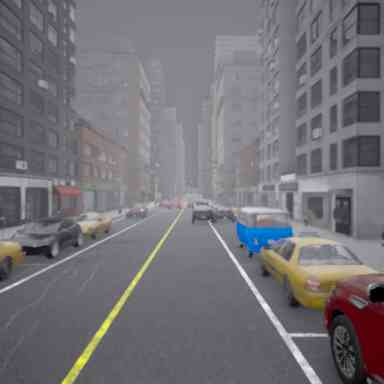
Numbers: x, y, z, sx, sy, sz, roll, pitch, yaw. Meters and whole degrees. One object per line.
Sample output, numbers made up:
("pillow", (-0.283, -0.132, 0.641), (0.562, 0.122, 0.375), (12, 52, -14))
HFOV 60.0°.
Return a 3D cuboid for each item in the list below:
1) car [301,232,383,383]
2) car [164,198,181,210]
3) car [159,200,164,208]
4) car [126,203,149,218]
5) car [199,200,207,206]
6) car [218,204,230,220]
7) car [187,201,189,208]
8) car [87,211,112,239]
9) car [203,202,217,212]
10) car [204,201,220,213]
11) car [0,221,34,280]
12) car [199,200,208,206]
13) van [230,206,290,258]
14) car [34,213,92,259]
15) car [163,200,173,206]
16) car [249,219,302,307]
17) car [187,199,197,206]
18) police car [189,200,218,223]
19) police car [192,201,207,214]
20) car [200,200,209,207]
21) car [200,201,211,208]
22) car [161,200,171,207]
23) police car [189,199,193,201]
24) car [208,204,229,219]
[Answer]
("car", (2.750, 1.347, 2.389), (2.192, 1.841, 5.009), (-1, -1, 0))
("car", (-3.042, 1.991, 57.336), (2.150, 2.045, 5.566), (0, -1, 1))
("car", (-5.764, 2.367, 68.443), (1.967, 1.590, 4.097), (-1, -1, 0))
("car", (-5.769, 1.908, 35.416), (1.967, 1.590, 4.097), (-1, -1, 0))
("car", (2.765, 2.707, 84.955), (1.887, 1.381, 4.507), (-1, -1, 0))
("car", (2.757, 1.944, 29.908), (2.008, 1.369, 4.403), (-1, -1, 0))
("car", (0.010, 2.392, 64.211), (1.812, 1.442, 4.674), (0, -1, 0))
("car", (-5.770, 1.769, 18.731), (1.752, 1.417, 4.829), (-1, -1, 0))
("car", (2.760, 2.240, 51.927), (1.887, 1.381, 4.507), (-1, -1, 0))
("car", (2.757, 2.059, 46.424), (1.967, 1.590, 4.097), (-1, -1, 0))
("car", (-5.771, 1.625, 7.721), (1.752, 1.417, 4.829), (-1, -1, 0))
("car", (2.764, 2.628, 79.450), (1.887, 1.381, 4.507), (-1, -1, 0))
("van", (2.752, 1.515, 13.397), (1.690, 1.788, 3.998), (-1, -1, 0))
("car", (-5.770, 1.739, 13.395), (1.947, 1.339, 4.313), (-1, -1, 0))
("car", (-5.761, 2.634, 79.451), (2.008, 1.369, 4.403), (-1, -1, 0))
("car", (2.754, 1.630, 8.061), (1.752, 1.417, 4.829), (-1, -1, 0))
("car", (0.012, 2.525, 79.315), (2.128, 1.511, 4.902), (0, -1, 0))
("police car", (0.904, 1.808, 29.122), (1.930, 1.638, 5.238), (0, -1, 0))
("police car", (0.907, 2.026, 45.121), (1.930, 1.638, 5.238), (0, -1, 0))
("car", (2.763, 2.550, 73.945), (1.887, 1.381, 4.507), (-1, -1, 0))
("car", (2.762, 2.493, 68.441), (1.947, 1.339, 4.313), (-1, -1, 0))
("car", (-5.762, 2.571, 73.947), (1.947, 1.339, 4.313), (-1, -1, 0))
("police car", (0.902, 1.944, 39.121), (1.930, 1.638, 5.238), (0, -1, 0))
("car", (2.758, 2.013, 35.413), (1.887, 1.381, 4.507), (-1, -1, 0))
